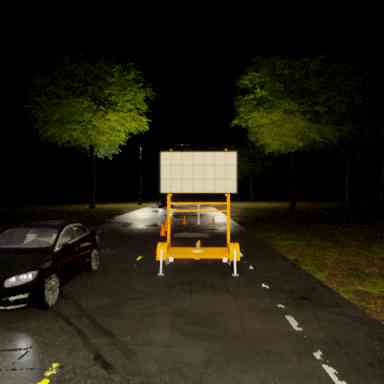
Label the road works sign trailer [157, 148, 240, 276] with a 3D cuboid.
[{"bbox_3d":[0.206,0.458,10.326,2.380,3.560,2.880,0,0,2],"label":"road works sign trailer"}]

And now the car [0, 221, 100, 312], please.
[{"bbox_3d":[-3.610,1.487,7.931,2.128,1.511,4.902,0,0,0],"label":"car"}]

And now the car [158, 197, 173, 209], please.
[{"bbox_3d":[-3.562,1.514,45.720,1.837,1.490,4.892,0,0,0],"label":"car"}]
